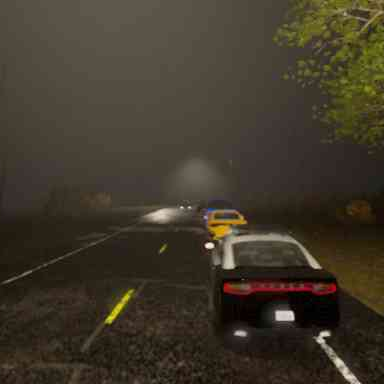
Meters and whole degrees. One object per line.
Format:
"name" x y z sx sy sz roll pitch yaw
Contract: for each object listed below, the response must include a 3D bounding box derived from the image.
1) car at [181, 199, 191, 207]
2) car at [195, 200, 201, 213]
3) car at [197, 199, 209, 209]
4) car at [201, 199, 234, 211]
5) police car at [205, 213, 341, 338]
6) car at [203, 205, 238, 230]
"car" -1.238 2.236 68.040 1.882 1.535 5.008 0 -1 2
"car" 1.525 1.982 44.265 1.837 1.490 4.892 0 0 2
"car" 1.939 2.102 58.076 1.882 1.535 5.008 0 -1 2
"car" 1.849 1.465 22.997 2.150 2.045 5.566 0 -1 2
"police car" 1.335 1.495 7.081 1.930 1.638 5.238 0 -1 2
"car" 1.656 1.654 16.966 1.882 1.535 5.008 0 -1 2
